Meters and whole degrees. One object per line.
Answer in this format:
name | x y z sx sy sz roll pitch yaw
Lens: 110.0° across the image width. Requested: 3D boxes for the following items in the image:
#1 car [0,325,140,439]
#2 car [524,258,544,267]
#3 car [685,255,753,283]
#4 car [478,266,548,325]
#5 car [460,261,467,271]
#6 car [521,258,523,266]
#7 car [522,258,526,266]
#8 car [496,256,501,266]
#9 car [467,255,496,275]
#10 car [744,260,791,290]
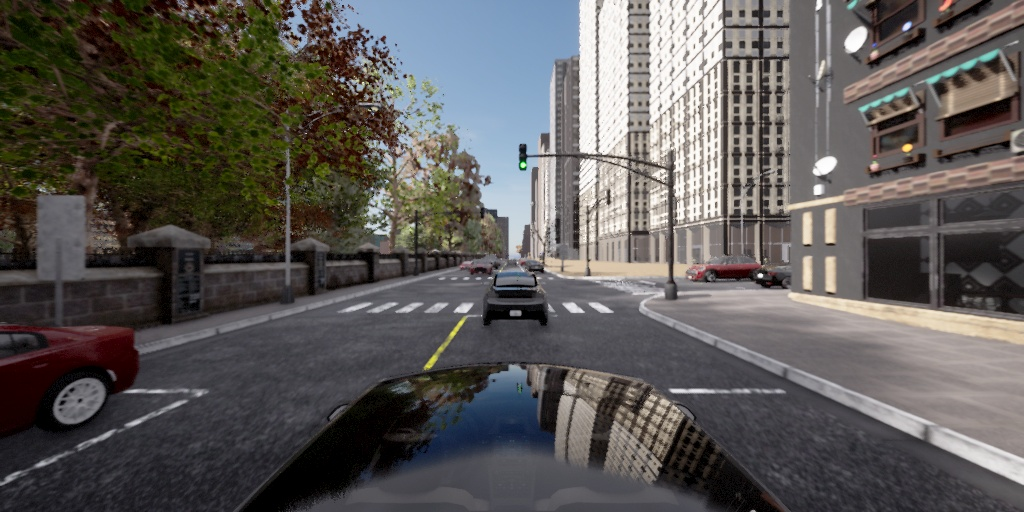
car | -5.820 1.293 2.855 1.888 1.381 4.507 0 0 0
car | 2.675 1.249 40.776 1.948 1.339 4.313 0 0 0
car | 14.073 0.801 23.994 4.553 1.767 2.097 -1 0 -3
car | 0.098 1.235 11.704 1.837 1.490 4.892 0 0 0
car | -5.708 1.258 46.405 1.802 1.307 4.207 0 0 0
car | 2.671 1.235 52.041 1.948 1.339 4.313 0 0 0
car | 2.673 1.241 46.408 1.948 1.339 4.313 0 0 0
car | -3.092 0.893 51.221 2.150 2.045 5.566 0 0 0
car | -3.105 1.041 37.119 2.097 1.767 4.553 0 0 0
car | 14.679 0.992 18.197 4.313 1.339 1.948 0 0 0
